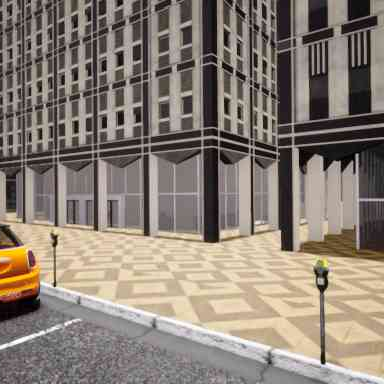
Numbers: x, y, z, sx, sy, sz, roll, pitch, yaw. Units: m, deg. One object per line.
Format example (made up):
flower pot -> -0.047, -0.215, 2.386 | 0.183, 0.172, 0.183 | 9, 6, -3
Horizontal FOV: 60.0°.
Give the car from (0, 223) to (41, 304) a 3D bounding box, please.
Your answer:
car -> -5.223, 1.352, 6.951 | 4.553, 1.767, 2.097 | 0, 0, 35
